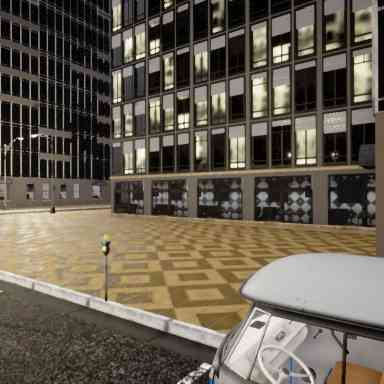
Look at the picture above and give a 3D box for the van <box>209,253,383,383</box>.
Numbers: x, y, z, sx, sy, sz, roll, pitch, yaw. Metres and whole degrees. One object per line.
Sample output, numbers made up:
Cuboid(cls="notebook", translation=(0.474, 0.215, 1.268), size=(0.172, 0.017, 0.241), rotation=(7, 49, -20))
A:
Cuboid(cls="van", translation=(1.900, 1.341, 1.523), size=(3.998, 1.788, 1.690), rotation=(0, 0, 35))
